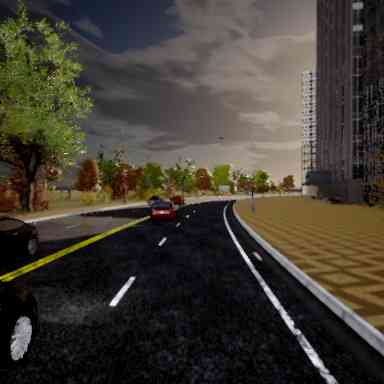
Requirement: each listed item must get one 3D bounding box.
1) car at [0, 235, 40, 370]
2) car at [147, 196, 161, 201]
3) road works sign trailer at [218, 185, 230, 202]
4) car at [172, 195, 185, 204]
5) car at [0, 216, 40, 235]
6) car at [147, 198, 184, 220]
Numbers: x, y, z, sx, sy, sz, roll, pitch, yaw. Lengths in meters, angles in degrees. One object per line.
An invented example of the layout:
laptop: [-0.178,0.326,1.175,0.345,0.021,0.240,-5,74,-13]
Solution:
car: [-3.100,1.490,2.789,1.837,1.490,4.892,0,1,0]
car: [-5.837,1.331,53.434,1.812,1.442,4.674,0,0,9]
road works sign trailer: [6.797,0.253,69.443,2.380,3.560,2.880,0,0,12]
car: [-2.433,1.290,54.171,1.882,1.535,5.008,0,0,9]
car: [-6.371,1.477,10.083,1.812,1.442,4.674,0,0,2]
car: [-2.087,1.470,26.779,1.994,1.385,4.181,0,0,4]
